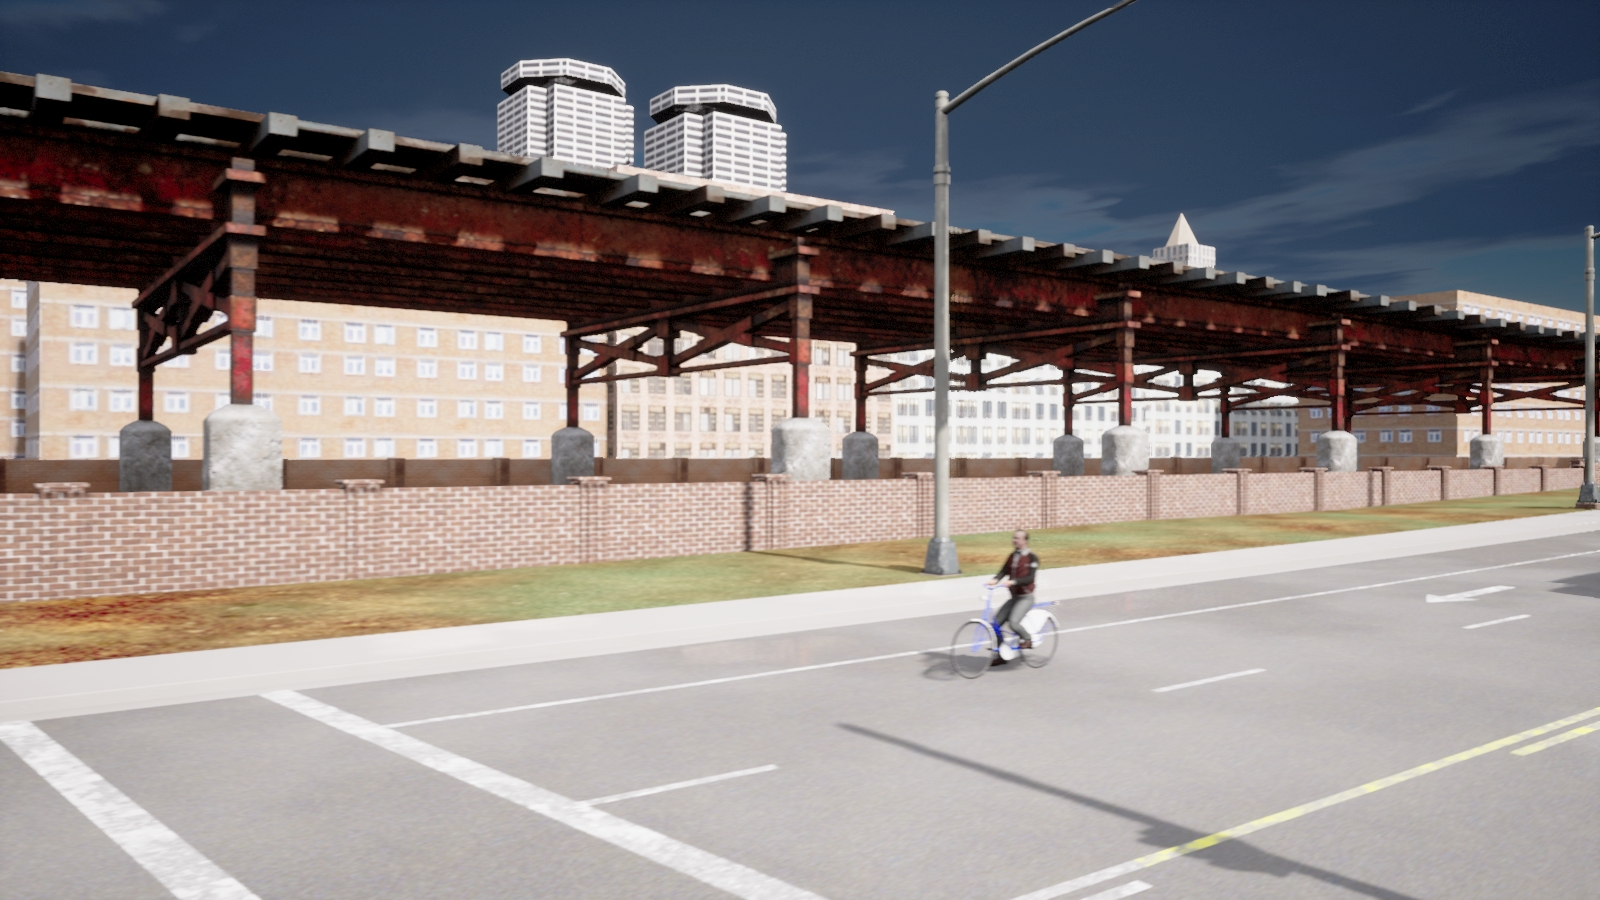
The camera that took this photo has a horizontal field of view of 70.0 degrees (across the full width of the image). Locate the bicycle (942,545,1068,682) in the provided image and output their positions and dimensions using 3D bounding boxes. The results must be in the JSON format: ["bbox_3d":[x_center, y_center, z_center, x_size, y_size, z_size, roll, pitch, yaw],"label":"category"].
[{"bbox_3d":[2.557,1.979,14.109,1.835,1.496,0.329,0,0,-35],"label":"bicycle"}]
